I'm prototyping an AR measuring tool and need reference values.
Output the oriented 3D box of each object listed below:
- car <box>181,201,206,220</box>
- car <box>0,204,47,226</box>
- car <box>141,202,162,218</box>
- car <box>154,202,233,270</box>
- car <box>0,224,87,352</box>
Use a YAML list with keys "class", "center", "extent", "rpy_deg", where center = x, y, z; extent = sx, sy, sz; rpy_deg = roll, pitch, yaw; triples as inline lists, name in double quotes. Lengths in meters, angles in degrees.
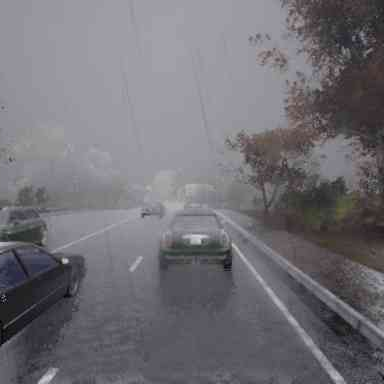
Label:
- class: "car"
  center: [0.116, 1.556, 29.320]
  extent: [2.033, 1.411, 5.357]
  rpy_deg: [0, 0, 0]
- class: "car"
  center: [-7.034, 1.353, 11.962]
  extent: [2.097, 1.767, 4.553]
  rpy_deg: [0, 0, 1]
- class: "car"
  center: [-3.384, 1.559, 29.828]
  extent: [2.033, 1.411, 5.357]
  rpy_deg: [0, 0, 0]
- class: "car"
  center: [0.106, 1.354, 11.203]
  extent: [2.097, 1.767, 4.553]
  rpy_deg: [0, 0, 0]
- class: "car"
  center: [-3.397, 1.548, 5.430]
  extent: [2.033, 1.411, 5.357]
  rpy_deg: [0, 0, 0]
